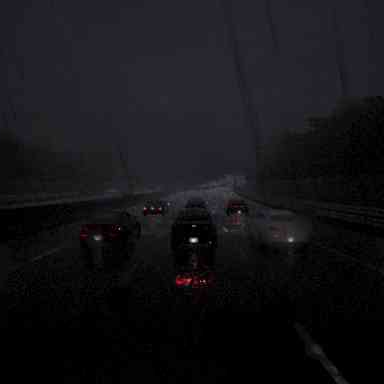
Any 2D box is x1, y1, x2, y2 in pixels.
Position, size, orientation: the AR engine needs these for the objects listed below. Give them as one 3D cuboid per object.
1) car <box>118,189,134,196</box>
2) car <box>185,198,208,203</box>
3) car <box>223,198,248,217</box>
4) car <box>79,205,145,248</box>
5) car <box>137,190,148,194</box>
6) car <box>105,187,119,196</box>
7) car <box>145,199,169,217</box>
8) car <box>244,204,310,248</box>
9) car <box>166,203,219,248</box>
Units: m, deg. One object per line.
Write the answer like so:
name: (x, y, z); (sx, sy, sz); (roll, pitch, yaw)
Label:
car: (-14.954, 0.065, 77.506); (2.097, 1.767, 4.553); (0, 2, 4)
car: (0.373, 1.288, 29.244); (1.882, 1.535, 5.008); (0, 1, 1)
car: (3.872, 1.322, 29.156); (1.837, 1.490, 4.892); (0, 1, 1)
car: (-3.407, 1.476, 14.402); (1.812, 1.442, 4.674); (0, 0, 1)
car: (-11.464, 0.197, 77.241); (1.882, 1.535, 5.008); (0, 2, 4)
car: (-18.449, -0.072, 77.682); (2.150, 2.045, 5.566); (0, 2, 4)
car: (-3.126, 1.363, 29.333); (2.033, 1.411, 5.357); (0, 1, 1)
car: (3.592, 1.479, 14.314); (1.812, 1.442, 4.674); (0, 0, 1)
car: (0.093, 1.460, 14.357); (1.837, 1.490, 4.892); (0, 0, 1)
